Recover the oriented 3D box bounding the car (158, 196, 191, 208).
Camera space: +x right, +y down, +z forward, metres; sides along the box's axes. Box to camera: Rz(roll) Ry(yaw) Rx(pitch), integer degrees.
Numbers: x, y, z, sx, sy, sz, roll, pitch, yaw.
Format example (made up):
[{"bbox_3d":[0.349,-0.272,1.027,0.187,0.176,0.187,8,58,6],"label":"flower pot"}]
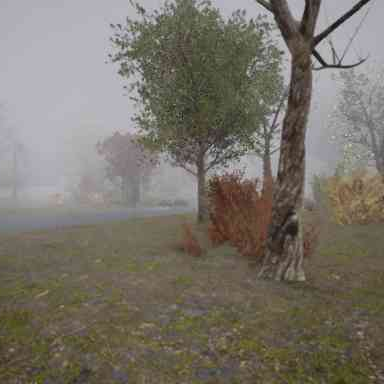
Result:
[{"bbox_3d":[-2.186,1.257,43.160,2.033,1.411,5.357,0,0,31],"label":"car"}]
